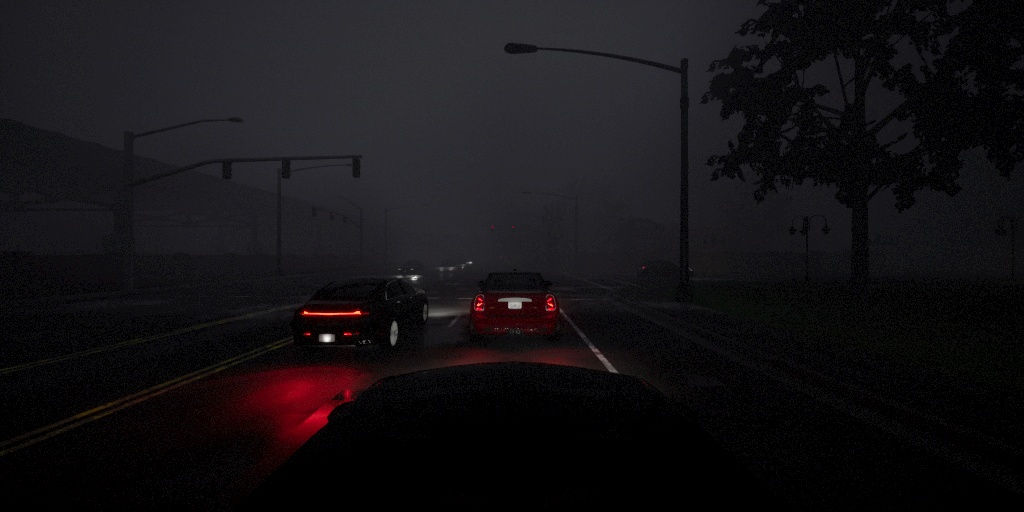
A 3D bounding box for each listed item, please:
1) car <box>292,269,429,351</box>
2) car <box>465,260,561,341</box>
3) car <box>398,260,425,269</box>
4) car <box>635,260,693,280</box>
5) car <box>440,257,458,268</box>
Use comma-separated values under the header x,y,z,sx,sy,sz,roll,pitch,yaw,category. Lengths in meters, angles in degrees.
x,y,z,sx,sy,sz,roll,pitch,yaw,category
-3.421,1.255,8.997,1.837,1.490,4.892,0,0,-1,car
0.075,1.102,9.990,2.097,1.767,4.553,0,0,0,car
-10.620,1.239,38.063,1.837,1.490,4.892,0,0,0,car
13.165,1.107,31.125,4.553,1.767,2.097,0,0,-1,car
-10.610,1.119,59.201,1.812,1.442,4.674,0,1,0,car
